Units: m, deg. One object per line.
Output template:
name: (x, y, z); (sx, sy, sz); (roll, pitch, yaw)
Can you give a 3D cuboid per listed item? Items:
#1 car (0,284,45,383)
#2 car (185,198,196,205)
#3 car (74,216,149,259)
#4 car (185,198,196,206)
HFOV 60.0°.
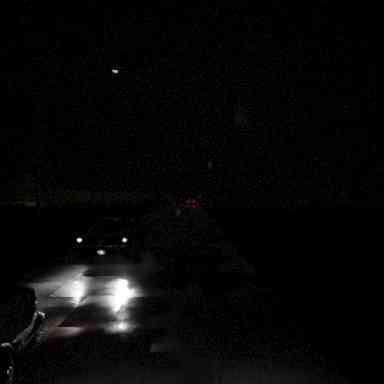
car: (-2.849, 1.552, 2.066); (2.033, 1.411, 5.357); (0, 0, 0)
car: (-0.370, 2.202, 78.885); (1.837, 1.490, 4.892); (0, -2, 8)
car: (-2.877, 1.617, 12.772); (1.895, 1.301, 4.718); (0, 0, 0)
car: (-0.213, 2.122, 68.743); (1.812, 1.442, 4.674); (0, -1, 0)
